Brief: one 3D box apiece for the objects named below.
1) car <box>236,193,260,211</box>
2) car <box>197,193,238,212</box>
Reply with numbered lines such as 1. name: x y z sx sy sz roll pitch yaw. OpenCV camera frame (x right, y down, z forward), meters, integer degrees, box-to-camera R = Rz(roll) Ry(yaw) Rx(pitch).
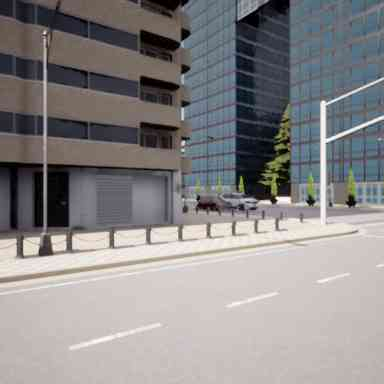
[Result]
1. car: 5.392 1.146 39.190 2.150 2.045 5.566 0 0 -35
2. car: 2.523 1.280 37.190 2.097 1.767 4.553 0 0 -35
